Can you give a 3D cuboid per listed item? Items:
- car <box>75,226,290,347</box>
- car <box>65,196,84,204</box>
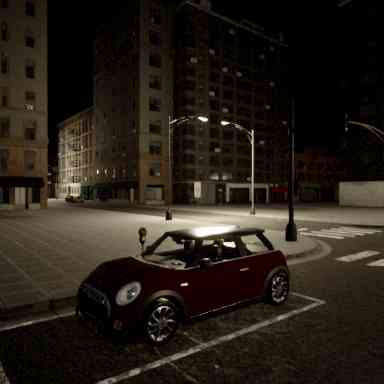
[{"bbox_3d":[-0.029,1.440,6.285,4.097,1.590,1.967,0,0,-38],"label":"car"},{"bbox_3d":[-19.980,1.292,56.455,1.895,1.301,4.718,0,0,-38],"label":"car"}]
